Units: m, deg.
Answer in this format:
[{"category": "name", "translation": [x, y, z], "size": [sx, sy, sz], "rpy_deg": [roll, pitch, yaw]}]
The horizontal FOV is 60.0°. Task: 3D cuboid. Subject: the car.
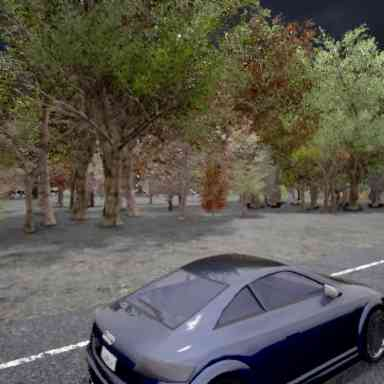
[{"category": "car", "translation": [0.817, 1.544, 4.363], "size": [4.181, 1.385, 1.994], "rpy_deg": [0, 0, -36]}]
